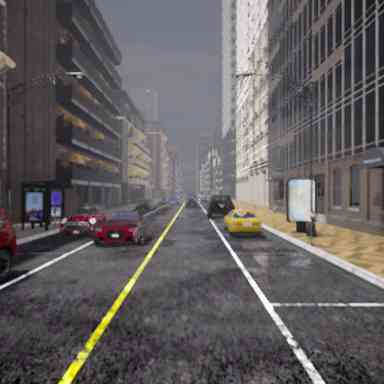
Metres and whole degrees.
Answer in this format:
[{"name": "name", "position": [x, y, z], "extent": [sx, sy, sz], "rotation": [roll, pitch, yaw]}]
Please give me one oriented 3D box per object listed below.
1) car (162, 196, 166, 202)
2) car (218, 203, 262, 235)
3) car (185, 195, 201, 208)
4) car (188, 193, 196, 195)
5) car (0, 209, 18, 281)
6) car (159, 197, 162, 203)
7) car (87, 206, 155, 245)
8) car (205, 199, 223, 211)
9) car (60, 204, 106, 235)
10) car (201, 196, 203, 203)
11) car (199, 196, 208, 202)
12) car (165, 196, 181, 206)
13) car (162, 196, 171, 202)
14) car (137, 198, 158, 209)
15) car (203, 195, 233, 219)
[{"name": "car", "position": [-5.680, 1.477, 69.170], "extent": [1.967, 1.590, 4.097], "rotation": [0, 0, 0]}, {"name": "car", "position": [2.693, 1.530, 18.502], "extent": [1.752, 1.417, 4.829], "rotation": [0, 0, 0]}, {"name": "car", "position": [0.018, 1.544, 48.109], "extent": [1.812, 1.442, 4.674], "rotation": [0, 0, 0]}, {"name": "car", "position": [0.011, 1.258, 66.807], "extent": [2.150, 2.045, 5.566], "rotation": [0, 0, 0]}, {"name": "car", "position": [-5.690, 1.317, 7.036], "extent": [2.192, 1.841, 5.009], "rotation": [0, 0, 0]}, {"name": "car", "position": [-5.684, 1.542, 46.406], "extent": [1.752, 1.417, 4.829], "rotation": [0, 0, 0]}, {"name": "car", "position": [-3.098, 1.567, 15.383], "extent": [1.994, 1.385, 4.181], "rotation": [0, 0, 0]}, {"name": "car", "position": [2.696, 1.580, 40.926], "extent": [1.947, 1.339, 4.313], "rotation": [0, 0, 0]}, {"name": "car", "position": [-5.688, 1.444, 18.334], "extent": [1.967, 1.590, 4.097], "rotation": [0, 0, 0]}, {"name": "car", "position": [2.700, 1.582, 69.168], "extent": [1.887, 1.381, 4.507], "rotation": [0, 0, 0]}, {"name": "car", "position": [2.702, 1.600, 80.466], "extent": [2.008, 1.369, 4.403], "rotation": [0, 0, 0]}, {"name": "car", "position": [-3.050, 1.551, 56.607], "extent": [1.812, 1.442, 4.674], "rotation": [0, 0, 0]}, {"name": "car", "position": [-5.679, 1.625, 74.818], "extent": [1.802, 1.307, 4.206], "rotation": [0, 0, 0]}, {"name": "car", "position": [-5.685, 1.579, 40.927], "extent": [1.947, 1.339, 4.313], "rotation": [0, 0, 0]}, {"name": "car", "position": [2.399, 1.236, 29.169], "extent": [2.150, 2.045, 5.566], "rotation": [0, 0, 0]}]
